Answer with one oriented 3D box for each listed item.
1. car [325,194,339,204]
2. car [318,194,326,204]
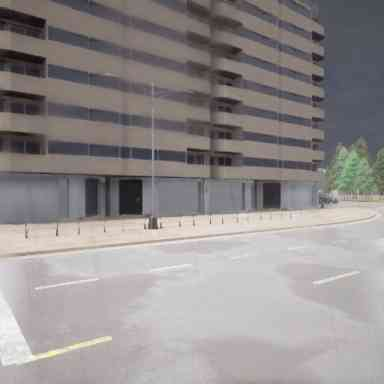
[{"bbox_3d":[24.706,1.326,62.151,2.150,2.045,5.566,0,0,-24],"label":"car"},{"bbox_3d":[21.495,1.560,60.758,1.837,1.490,4.892,0,0,-24],"label":"car"}]
